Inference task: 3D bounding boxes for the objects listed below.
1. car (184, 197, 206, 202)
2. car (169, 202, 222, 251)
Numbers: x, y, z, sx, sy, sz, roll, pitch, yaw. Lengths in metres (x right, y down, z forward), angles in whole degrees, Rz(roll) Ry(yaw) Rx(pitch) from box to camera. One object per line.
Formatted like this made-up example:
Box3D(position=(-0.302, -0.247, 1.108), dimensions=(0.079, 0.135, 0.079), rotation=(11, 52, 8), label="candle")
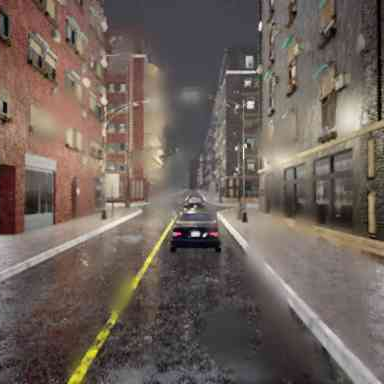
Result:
Box3D(position=(0.268, 1.119, 29.534), dimensions=(1.994, 1.385, 4.181), rotation=(0, 1, 0), label="car")
Box3D(position=(0.163, 1.351, 13.094), dimensions=(2.033, 1.411, 5.357), rotation=(0, 1, 1), label="car")
